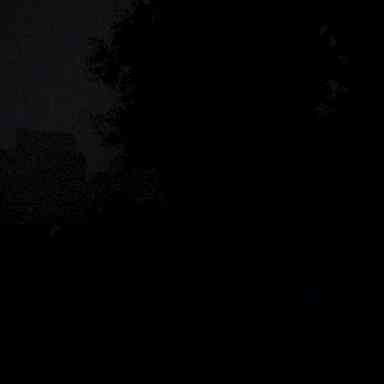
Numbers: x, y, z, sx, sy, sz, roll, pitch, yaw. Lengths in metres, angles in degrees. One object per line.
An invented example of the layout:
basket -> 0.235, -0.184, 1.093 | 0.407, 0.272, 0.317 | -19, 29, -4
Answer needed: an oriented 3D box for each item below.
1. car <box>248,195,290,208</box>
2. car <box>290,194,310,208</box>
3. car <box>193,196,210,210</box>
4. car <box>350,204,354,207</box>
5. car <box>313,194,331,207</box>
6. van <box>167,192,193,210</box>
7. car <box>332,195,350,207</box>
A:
car -> 9.151, 1.180, 40.023 | 2.231, 1.521, 4.892 | 0, 2, -15
car -> 11.838, 1.158, 40.718 | 2.097, 1.535, 5.008 | 0, 2, -15
car -> 1.108, 1.273, 37.871 | 2.163, 1.488, 4.792 | 0, 2, -15
car -> 19.888, 1.097, 42.847 | 2.097, 1.535, 5.008 | 0, 2, -15
car -> 14.529, 1.013, 41.396 | 2.185, 1.767, 4.553 | 0, 2, -15
van -> -1.611, 1.035, 37.300 | 1.878, 1.987, 4.442 | 0, 2, -15
car -> 17.204, 1.157, 42.139 | 2.002, 1.452, 4.674 | 0, 2, -15
